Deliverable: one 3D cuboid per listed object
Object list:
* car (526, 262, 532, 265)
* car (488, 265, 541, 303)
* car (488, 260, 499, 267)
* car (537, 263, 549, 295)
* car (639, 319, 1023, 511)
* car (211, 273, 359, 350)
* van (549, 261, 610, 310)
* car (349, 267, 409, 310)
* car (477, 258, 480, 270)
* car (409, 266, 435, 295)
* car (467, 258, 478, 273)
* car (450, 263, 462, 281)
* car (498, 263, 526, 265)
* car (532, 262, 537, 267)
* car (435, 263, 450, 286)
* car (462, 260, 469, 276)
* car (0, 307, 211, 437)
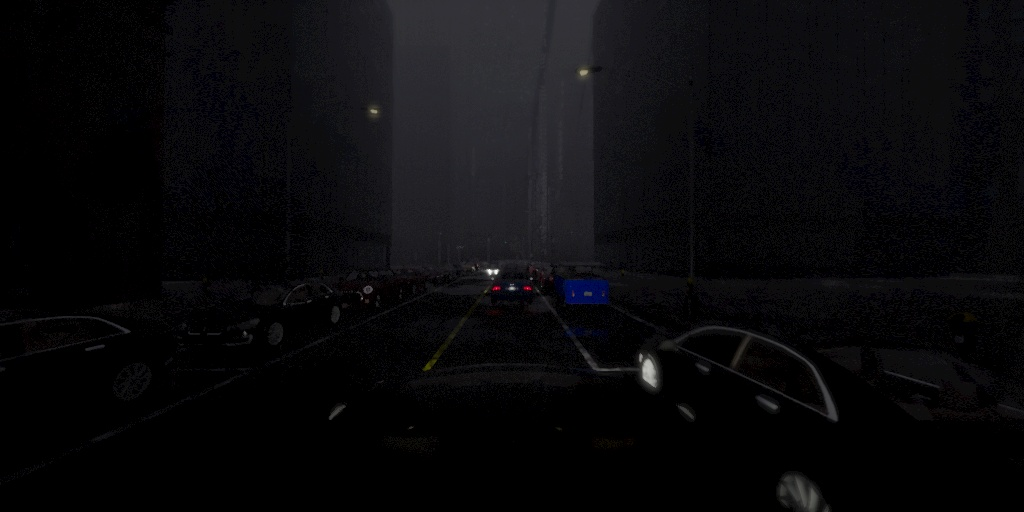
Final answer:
[{"bbox_3d":[2.668,1.394,36.277,1.802,1.307,4.207,0,0,0],"label":"car"},{"bbox_3d":[0.000,1.324,16.501,2.033,1.411,5.357,0,0,0],"label":"car"},{"bbox_3d":[-3.000,1.444,59.505,2.128,1.511,4.902,0,0,0],"label":"car"},{"bbox_3d":[2.669,1.205,19.899,1.967,1.591,4.097,0,0,0],"label":"car"},{"bbox_3d":[2.669,1.298,3.520,2.007,1.370,4.403,0,0,0],"label":"car"},{"bbox_3d":[-5.857,1.300,8.987,2.007,1.370,4.403,0,0,0],"label":"car"},{"bbox_3d":[2.669,1.097,14.440,1.690,1.789,3.998,0,0,0],"label":"van"},{"bbox_3d":[-5.857,1.196,14.446,1.967,1.591,4.097,0,0,0],"label":"car"},{"bbox_3d":[-5.857,1.201,52.658,2.192,1.841,5.009,0,0,0],"label":"car"},{"bbox_3d":[-5.857,1.310,19.905,1.888,1.381,4.507,0,0,0],"label":"car"},{"bbox_3d":[-5.857,1.384,47.028,1.751,1.417,4.829,0,0,0],"label":"car"},{"bbox_3d":[-5.857,1.344,30.822,2.007,1.370,4.403,0,0,0],"label":"car"},{"bbox_3d":[0.000,1.330,31.503,1.812,1.442,4.674,0,0,0],"label":"car"},{"bbox_3d":[2.669,1.323,25.358,1.888,1.381,4.507,0,0,0],"label":"car"},{"bbox_3d":[-5.857,1.360,25.363,1.802,1.307,4.207,0,0,0],"label":"car"},{"bbox_3d":[-5.857,1.378,36.281,1.948,1.339,4.313,0,0,0],"label":"car"},{"bbox_3d":[-5.857,1.297,3.527,2.007,1.370,4.403,0,0,0],"label":"car"}]
